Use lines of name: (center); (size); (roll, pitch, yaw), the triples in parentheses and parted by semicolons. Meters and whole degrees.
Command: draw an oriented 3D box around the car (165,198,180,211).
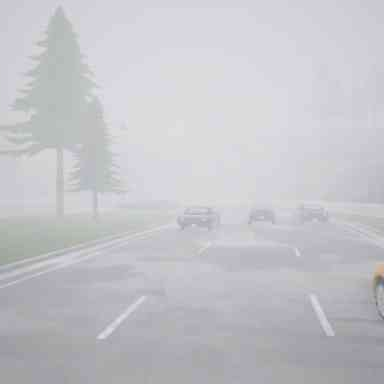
car: (-3.712, 1.430, 39.071); (4.674, 1.442, 1.812); (0, 0, 22)

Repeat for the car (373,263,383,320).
car: (4.044, 1.477, 4.122); (1.882, 1.535, 5.008); (0, 0, 7)

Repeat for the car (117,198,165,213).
car: (-5.707, 1.507, 36.153); (4.718, 1.301, 1.895); (0, 0, 15)

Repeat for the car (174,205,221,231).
car: (0.590, 1.556, 20.507); (1.895, 1.301, 4.718); (0, 0, 13)

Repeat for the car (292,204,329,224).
car: (8.621, 1.565, 24.618); (1.895, 1.301, 4.718); (0, 0, 9)

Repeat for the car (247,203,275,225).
car: (4.936, 1.484, 23.901); (1.812, 1.442, 4.674); (0, 0, 10)
